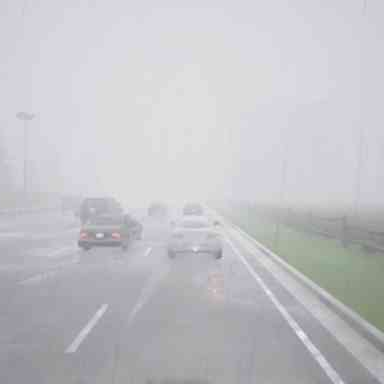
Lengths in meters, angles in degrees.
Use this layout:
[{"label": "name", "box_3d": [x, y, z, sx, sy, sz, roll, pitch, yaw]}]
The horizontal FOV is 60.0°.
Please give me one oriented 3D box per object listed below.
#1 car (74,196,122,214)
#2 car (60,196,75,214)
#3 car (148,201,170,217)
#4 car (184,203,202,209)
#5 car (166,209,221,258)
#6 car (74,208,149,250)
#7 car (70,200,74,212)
[{"label": "car", "box_3d": [-6.888, 1.396, 25.722, 2.150, 2.045, 5.566, 0, 0, 0]}, {"label": "car", "box_3d": [-13.922, 1.492, 40.049, 2.150, 2.045, 5.566, 0, 0, 0]}, {"label": "car", "box_3d": [-3.425, 1.736, 34.276, 1.837, 1.490, 4.892, 0, 0, 0]}, {"label": "car", "box_3d": [0.109, 1.793, 34.232, 1.994, 1.385, 4.181, 0, 0, 0]}, {"label": "car", "box_3d": [0.108, 1.614, 13.099, 1.812, 1.442, 4.674, 0, 0, 0]}, {"label": "car", "box_3d": [-3.393, 1.647, 14.715, 2.033, 1.411, 5.357, 0, 0, 0]}, {"label": "car", "box_3d": [-10.390, 1.790, 33.704, 1.994, 1.385, 4.181, 0, 0, 0]}]
